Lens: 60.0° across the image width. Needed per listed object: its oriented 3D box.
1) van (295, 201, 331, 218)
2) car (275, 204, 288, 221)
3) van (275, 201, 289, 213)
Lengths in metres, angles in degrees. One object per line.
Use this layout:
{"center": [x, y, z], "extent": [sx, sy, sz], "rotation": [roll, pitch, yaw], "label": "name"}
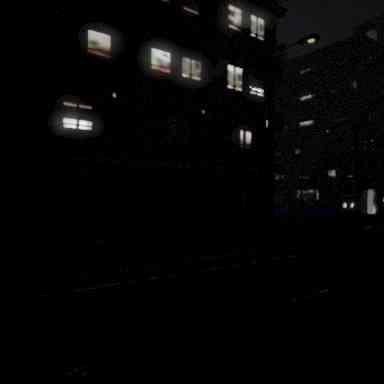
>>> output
{"center": [13.451, 1.945, 37.105], "extent": [1.690, 1.788, 3.998], "rotation": [0, 0, -36], "label": "van"}
{"center": [6.712, 2.128, 32.183], "extent": [1.802, 1.307, 4.206], "rotation": [0, 0, -36], "label": "car"}
{"center": [10.132, 2.017, 41.619], "extent": [1.690, 1.788, 3.998], "rotation": [0, 0, -36], "label": "van"}
